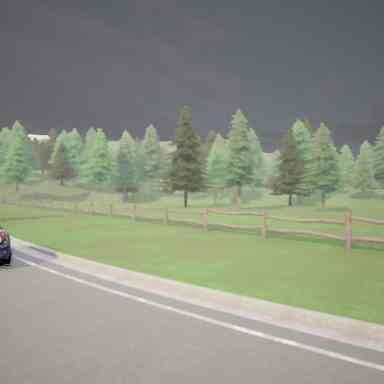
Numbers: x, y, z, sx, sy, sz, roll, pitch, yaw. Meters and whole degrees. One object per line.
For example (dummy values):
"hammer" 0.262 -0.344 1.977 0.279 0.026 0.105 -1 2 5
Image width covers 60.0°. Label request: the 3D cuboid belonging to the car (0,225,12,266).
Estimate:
"car" -7.555 1.388 10.803 2.097 1.767 4.553 0 0 -44
